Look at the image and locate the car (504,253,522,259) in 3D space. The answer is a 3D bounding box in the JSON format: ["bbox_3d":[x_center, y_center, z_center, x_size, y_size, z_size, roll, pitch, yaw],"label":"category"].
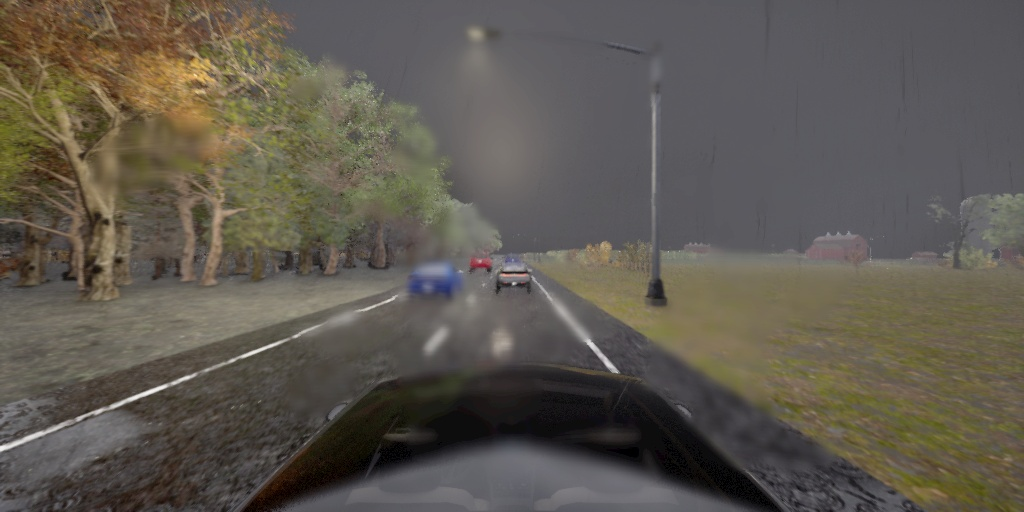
[{"bbox_3d":[0.116,0.633,49.153,2.150,2.045,5.566,0,0,0],"label":"car"}]

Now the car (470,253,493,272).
[{"bbox_3d":[-3.387,0.697,40.474,2.150,2.045,5.566,0,0,0],"label":"car"}]

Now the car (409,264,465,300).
[{"bbox_3d":[-3.393,1.122,16.954,1.882,1.535,5.008,0,0,0],"label":"car"}]

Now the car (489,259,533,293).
[{"bbox_3d":[0.106,1.116,19.614,2.128,1.511,4.902,0,0,0],"label":"car"}]
